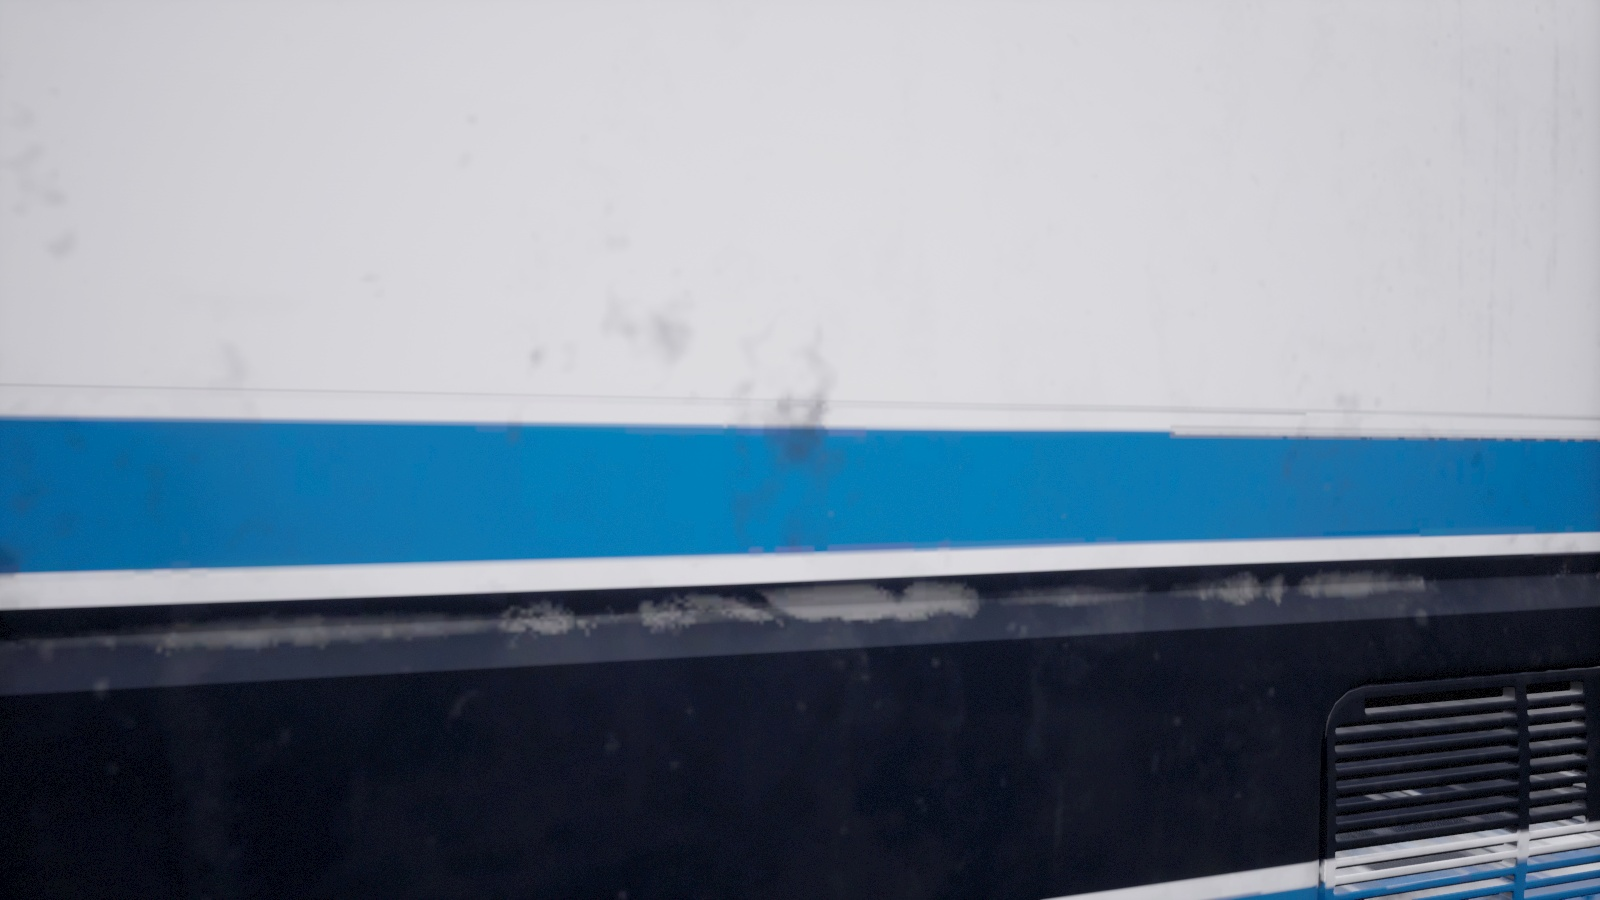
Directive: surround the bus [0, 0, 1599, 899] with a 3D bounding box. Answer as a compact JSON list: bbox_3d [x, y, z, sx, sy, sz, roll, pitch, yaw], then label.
[{"bbox_3d":[0.063,-0.632,3.246,10.273,4.253,3.944,-1,1,-21],"label":"bus"}]
